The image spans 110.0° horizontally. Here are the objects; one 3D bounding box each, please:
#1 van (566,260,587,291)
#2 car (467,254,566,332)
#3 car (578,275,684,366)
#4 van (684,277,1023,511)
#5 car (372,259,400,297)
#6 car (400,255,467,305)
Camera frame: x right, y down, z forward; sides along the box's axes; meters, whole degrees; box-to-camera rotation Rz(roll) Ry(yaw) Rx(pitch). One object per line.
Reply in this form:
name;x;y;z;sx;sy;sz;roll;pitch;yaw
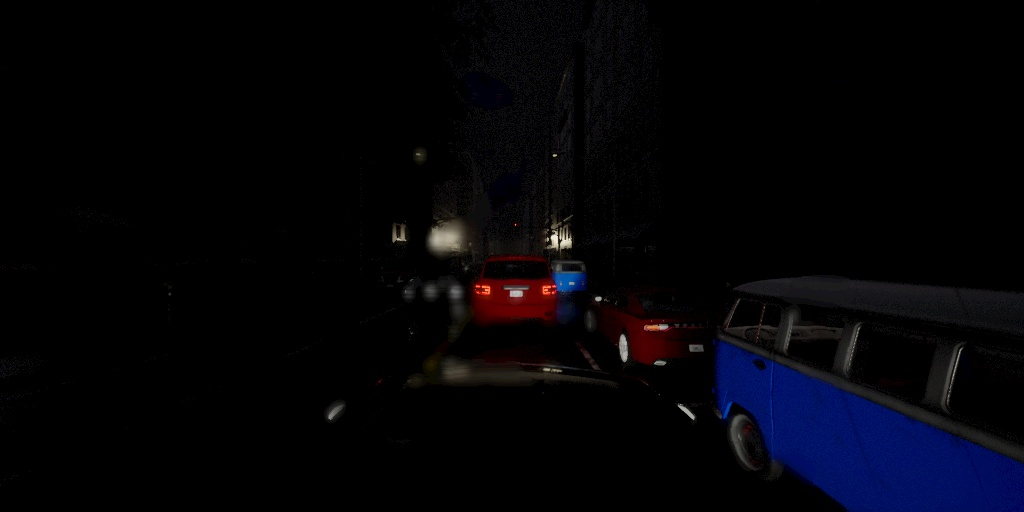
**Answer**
van;2.889;1.086;19.114;1.690;1.789;3.998;0;0;0
car;0.118;0.970;11.016;2.150;2.045;5.566;0;0;0
car;2.867;1.294;7.793;1.888;1.381;4.507;0;0;0
van;2.856;1.091;2.132;1.690;1.789;3.998;0;0;0
car;-5.636;1.059;19.090;2.192;1.841;5.009;0;0;0
car;-3.063;0.967;16.342;2.150;2.045;5.566;0;0;0
